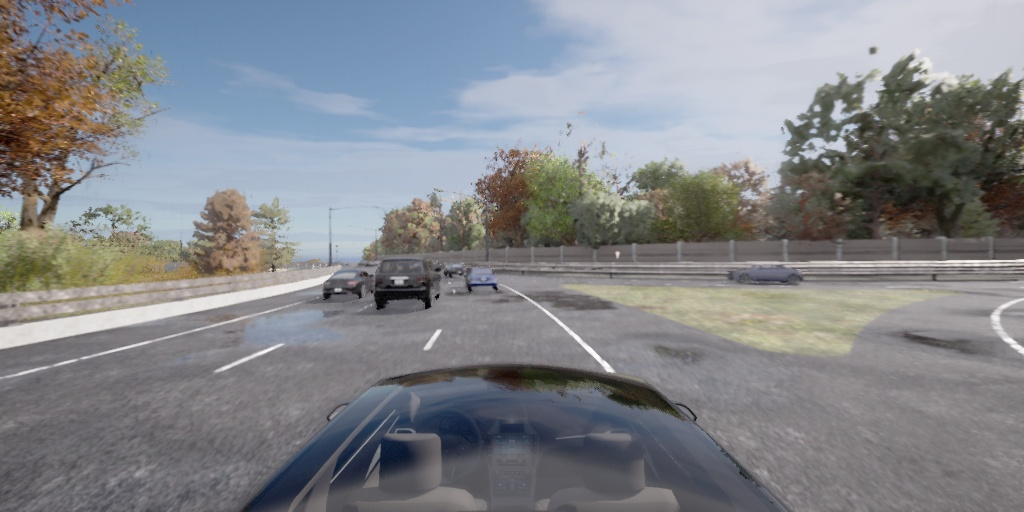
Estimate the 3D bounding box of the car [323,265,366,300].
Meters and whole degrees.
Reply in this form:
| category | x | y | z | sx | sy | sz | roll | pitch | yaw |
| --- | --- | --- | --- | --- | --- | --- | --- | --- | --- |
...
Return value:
| category | x | y | z | sx | sy | sz | roll | pitch | yaw |
| --- | --- | --- | --- | --- | --- | --- | --- | --- | --- |
| car | -8.480 | 1.423 | 18.981 | 1.812 | 1.442 | 4.674 | -1 | 0 | -10 |

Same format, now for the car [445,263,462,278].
| category | x | y | z | sx | sy | sz | roll | pitch | yaw |
| --- | --- | --- | --- | --- | --- | --- | --- | --- | --- |
| car | -5.885 | 1.454 | 37.444 | 1.812 | 1.442 | 4.674 | -1 | 0 | -18 |

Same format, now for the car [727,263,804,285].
| category | x | y | z | sx | sy | sz | roll | pitch | yaw |
| --- | --- | --- | --- | --- | --- | --- | --- | --- | --- |
| car | 17.027 | 1.200 | 24.267 | 4.181 | 1.385 | 1.994 | -1 | 0 | 20 |

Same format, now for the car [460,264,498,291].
| category | x | y | z | sx | sy | sz | roll | pitch | yaw |
| --- | --- | --- | --- | --- | --- | --- | --- | --- | --- |
| car | -2.040 | 1.388 | 23.039 | 2.033 | 1.411 | 5.357 | -1 | 0 | -10 |

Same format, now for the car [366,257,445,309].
| category | x | y | z | sx | sy | sz | roll | pitch | yaw |
| --- | --- | --- | --- | --- | --- | --- | --- | --- | --- |
| car | -4.404 | 1.064 | 15.801 | 2.150 | 2.045 | 5.566 | -1 | 0 | -6 |
